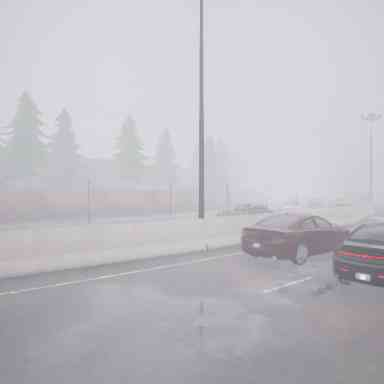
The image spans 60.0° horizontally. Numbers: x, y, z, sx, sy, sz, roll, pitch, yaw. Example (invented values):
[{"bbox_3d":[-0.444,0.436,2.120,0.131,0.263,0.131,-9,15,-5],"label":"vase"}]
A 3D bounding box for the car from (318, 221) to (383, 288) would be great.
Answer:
[{"bbox_3d":[5.387,1.506,8.516,4.892,1.490,1.837,0,0,-41],"label":"car"}]

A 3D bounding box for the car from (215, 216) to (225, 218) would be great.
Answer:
[{"bbox_3d":[3.419,1.491,21.415,2.128,1.511,4.902,0,0,44],"label":"car"}]

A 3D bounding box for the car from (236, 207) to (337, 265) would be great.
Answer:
[{"bbox_3d":[3.812,1.477,11.794,5.008,1.535,1.882,0,0,-42],"label":"car"}]
